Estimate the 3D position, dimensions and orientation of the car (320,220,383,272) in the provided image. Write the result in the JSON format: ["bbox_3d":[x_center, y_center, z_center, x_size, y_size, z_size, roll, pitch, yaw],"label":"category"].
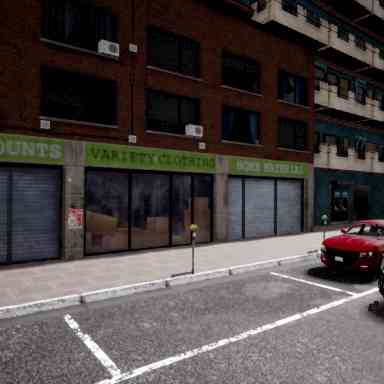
[{"bbox_3d":[5.763,1.548,10.206,4.507,1.381,1.887,0,1,-36],"label":"car"}]

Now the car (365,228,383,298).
[{"bbox_3d":[5.879,1.528,7.147,4.674,1.442,1.812,0,0,-35],"label":"car"}]
